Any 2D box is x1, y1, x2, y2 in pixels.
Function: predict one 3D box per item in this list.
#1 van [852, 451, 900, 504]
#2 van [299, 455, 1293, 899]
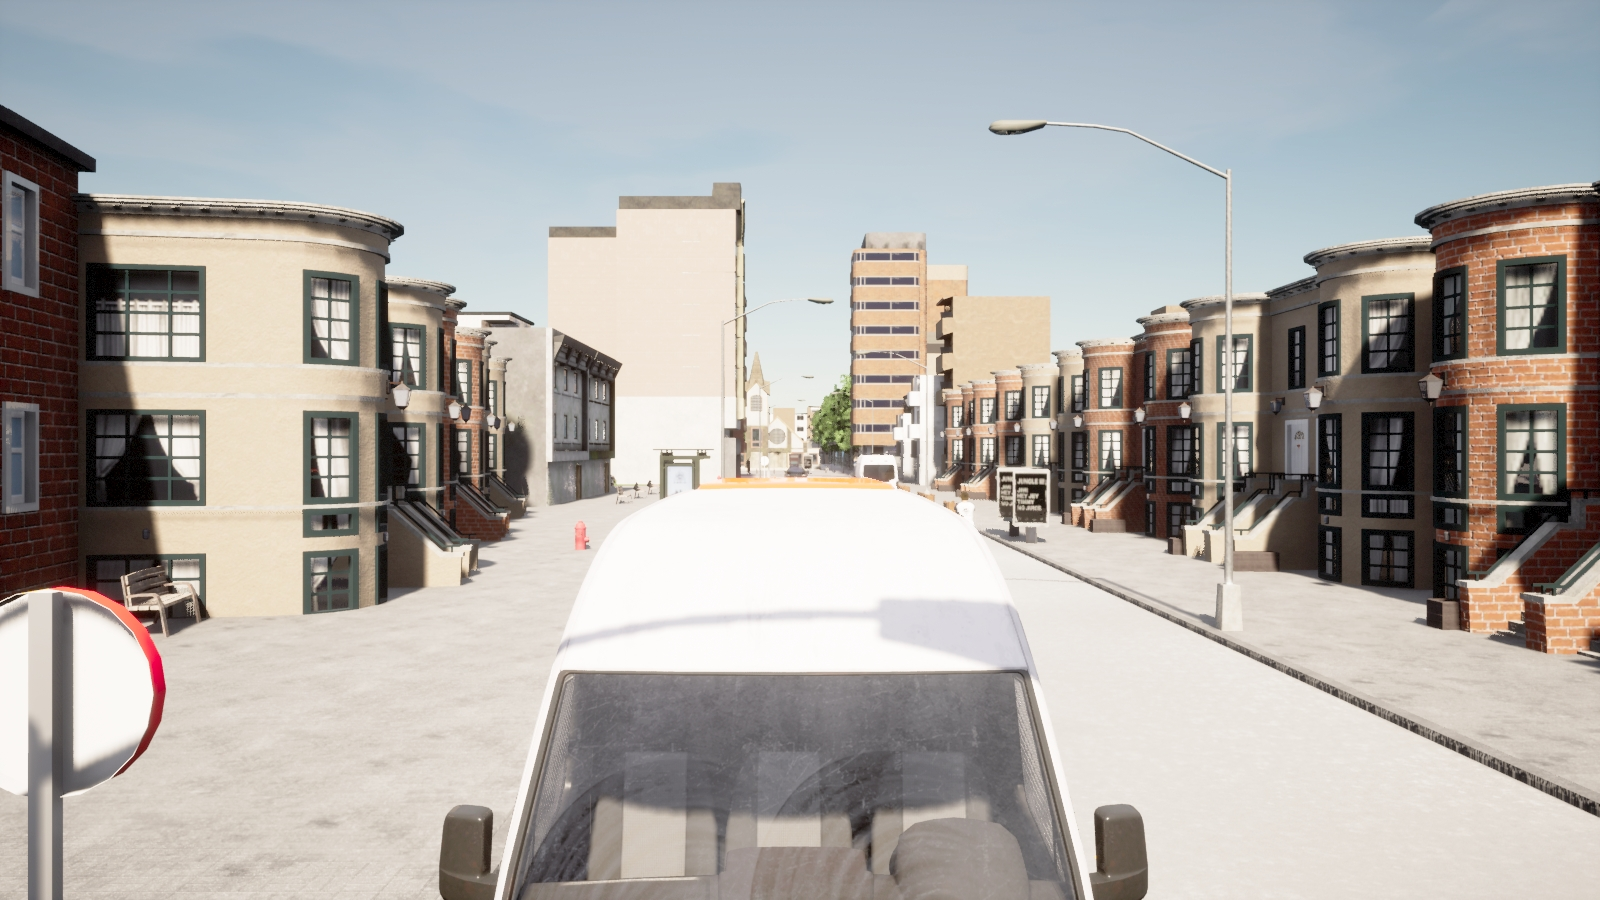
[{"bbox_3d":[3.819,1.314,58.308,1.988,2.561,5.915,0,0,0],"label":"van"},{"bbox_3d":[-0.019,1.314,5.243,1.988,2.561,5.915,0,0,0],"label":"van"}]
